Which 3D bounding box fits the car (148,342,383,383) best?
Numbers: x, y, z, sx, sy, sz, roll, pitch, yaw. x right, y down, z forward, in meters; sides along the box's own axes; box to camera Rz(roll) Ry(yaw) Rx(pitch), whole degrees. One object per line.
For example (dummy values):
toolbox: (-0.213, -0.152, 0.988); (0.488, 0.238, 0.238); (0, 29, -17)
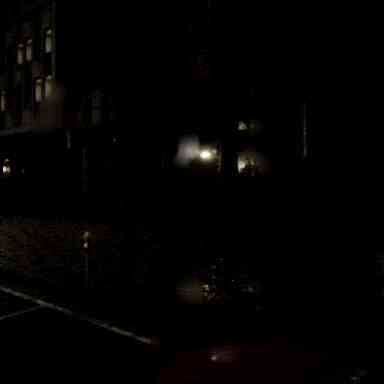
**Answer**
car: (1.492, 1.584, 1.782); (4.206, 1.307, 1.802); (1, 0, 36)
